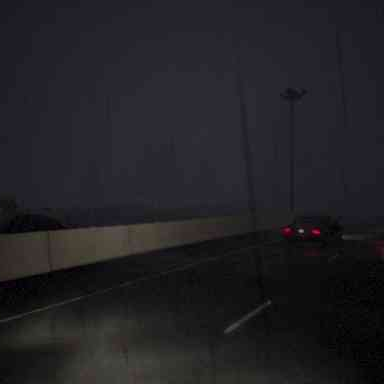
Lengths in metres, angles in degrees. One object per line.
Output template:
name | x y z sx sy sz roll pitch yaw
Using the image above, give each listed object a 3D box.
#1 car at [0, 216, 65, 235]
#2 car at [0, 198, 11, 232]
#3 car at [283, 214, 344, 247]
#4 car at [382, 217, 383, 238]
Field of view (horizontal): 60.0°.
car | -7.954 1.672 14.935 1.812 1.442 4.674 0 -1 34
car | -13.695 1.393 18.945 2.150 2.045 5.566 0 -1 34
car | 6.218 1.824 16.709 2.033 1.411 5.357 0 -1 34
car | 12.467 1.874 19.658 1.882 1.535 5.008 0 -2 34
